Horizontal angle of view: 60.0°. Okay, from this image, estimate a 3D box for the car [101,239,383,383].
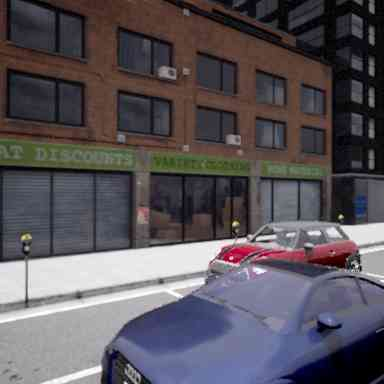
[{"bbox_3d":[1.093,1.586,4.024,4.181,1.385,1.994,0,0,-35],"label":"car"}]

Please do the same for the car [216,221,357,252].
[{"bbox_3d":[2.323,1.486,8.174,4.097,1.590,1.967,0,0,-35],"label":"car"}]
